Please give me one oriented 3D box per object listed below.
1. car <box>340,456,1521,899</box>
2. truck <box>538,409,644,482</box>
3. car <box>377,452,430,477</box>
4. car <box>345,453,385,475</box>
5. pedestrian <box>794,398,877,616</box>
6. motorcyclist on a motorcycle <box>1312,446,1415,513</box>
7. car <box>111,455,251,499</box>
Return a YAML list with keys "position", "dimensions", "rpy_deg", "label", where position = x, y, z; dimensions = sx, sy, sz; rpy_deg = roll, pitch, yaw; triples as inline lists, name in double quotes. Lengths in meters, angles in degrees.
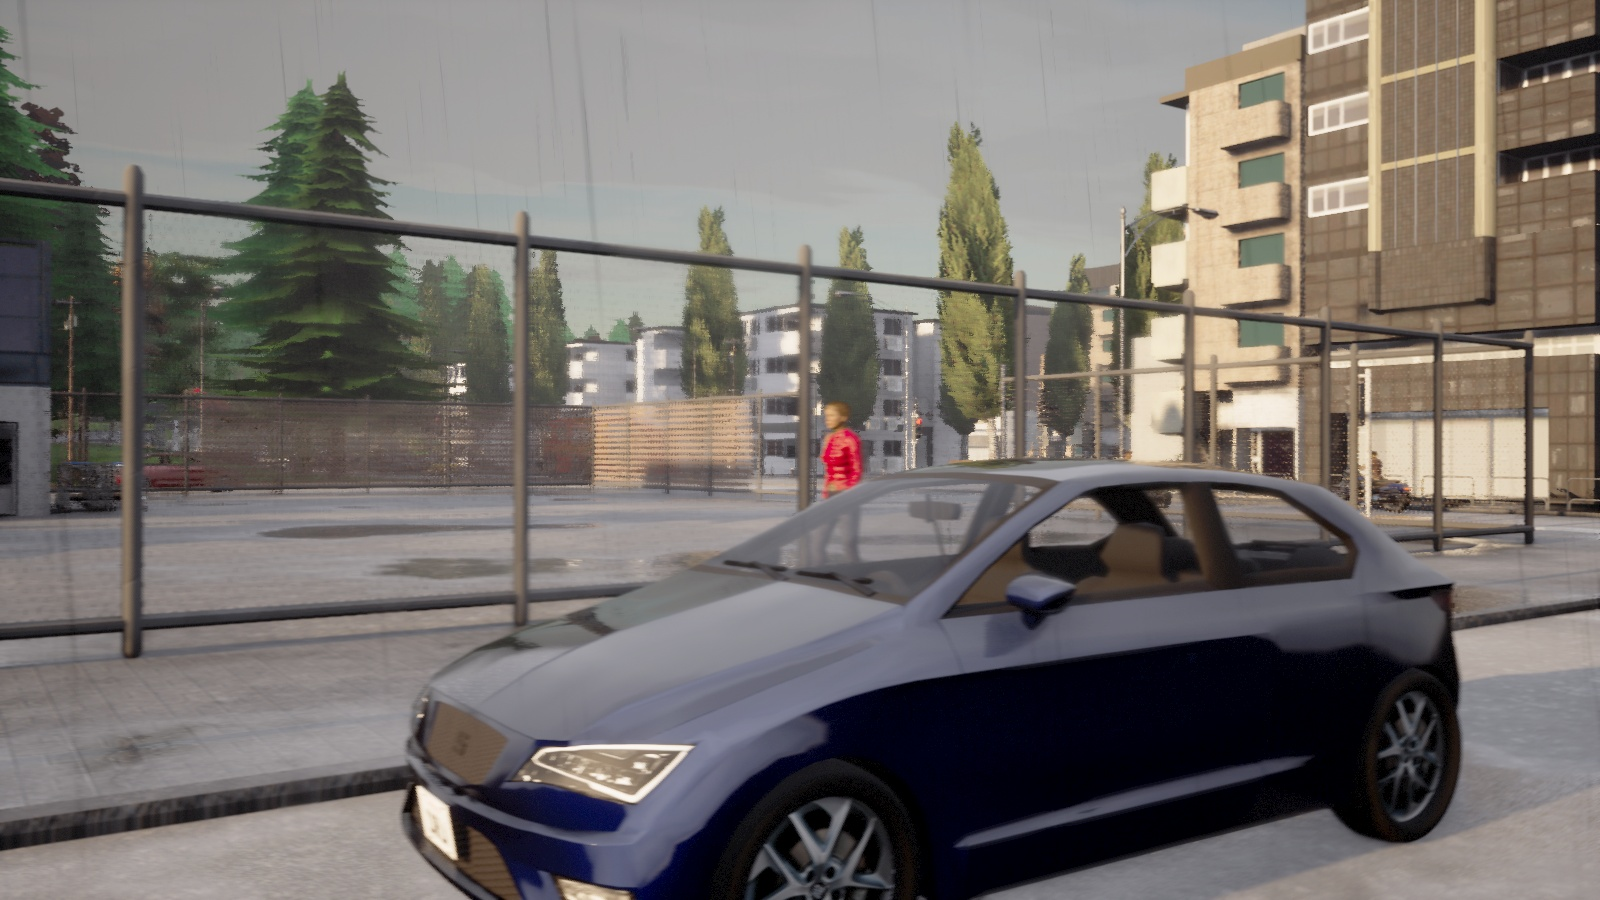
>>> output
- position: [0.674, 0.769, 4.699]
  dimensions: [4.193, 1.474, 1.816]
  rpy_deg: [0, 0, -33]
  label: "car"
- position: [-11.811, -0.223, 70.273]
  dimensions: [2.891, 3.827, 8.468]
  rpy_deg: [0, 0, -31]
  label: "truck"
- position: [-26.783, 0.939, 84.731]
  dimensions: [2.033, 1.649, 4.856]
  rpy_deg: [0, 0, -35]
  label: "car"
- position: [-31.943, 1.017, 92.157]
  dimensions: [1.789, 1.549, 3.705]
  rpy_deg: [0, 0, -35]
  label: "car"
- position: [0.311, 0.481, 10.910]
  dimensions: [0.636, 1.846, 0.331]
  rpy_deg: [0, 0, -33]
  label: "pedestrian"
- position: [14.536, 0.744, 32.461]
  dimensions: [0.766, 1.649, 2.350]
  rpy_deg: [0, 0, -35]
  label: "motorcyclist on a motorcycle"
- position: [-21.812, 0.913, 44.299]
  dimensions: [4.193, 1.474, 1.816]
  rpy_deg: [0, 0, -35]
  label: "car"
